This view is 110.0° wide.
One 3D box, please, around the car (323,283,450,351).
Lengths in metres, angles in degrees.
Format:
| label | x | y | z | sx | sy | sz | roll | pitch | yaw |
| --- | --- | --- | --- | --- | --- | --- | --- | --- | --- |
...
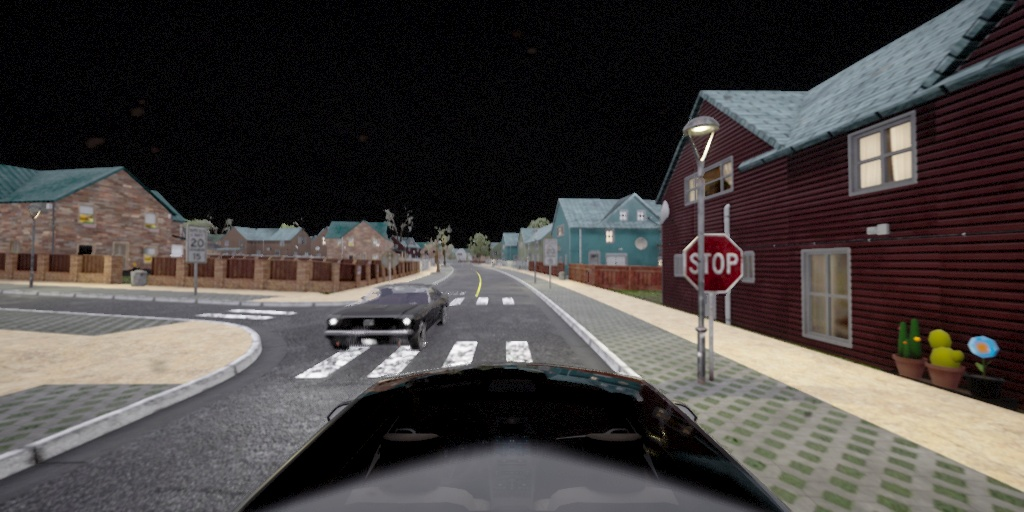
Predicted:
| label | x | y | z | sx | sy | sz | roll | pitch | yaw |
| --- | --- | --- | --- | --- | --- | --- | --- | --- | --- |
| car | -2.866 | 1.394 | 9.254 | 1.895 | 1.301 | 4.718 | 0 | 0 | -1 |
